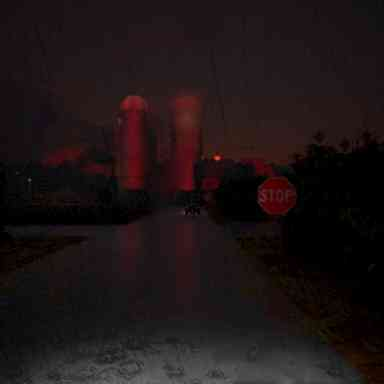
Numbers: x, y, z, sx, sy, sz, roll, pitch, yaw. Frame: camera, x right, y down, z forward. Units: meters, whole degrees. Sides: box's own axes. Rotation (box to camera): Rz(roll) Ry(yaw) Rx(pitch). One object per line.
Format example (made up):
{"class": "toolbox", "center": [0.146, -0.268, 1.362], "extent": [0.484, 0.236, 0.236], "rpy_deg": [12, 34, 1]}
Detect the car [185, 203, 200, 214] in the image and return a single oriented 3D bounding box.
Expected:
{"class": "car", "center": [0.089, 2.164, 44.012], "extent": [1.812, 1.442, 4.674], "rpy_deg": [0, -1, 0]}
